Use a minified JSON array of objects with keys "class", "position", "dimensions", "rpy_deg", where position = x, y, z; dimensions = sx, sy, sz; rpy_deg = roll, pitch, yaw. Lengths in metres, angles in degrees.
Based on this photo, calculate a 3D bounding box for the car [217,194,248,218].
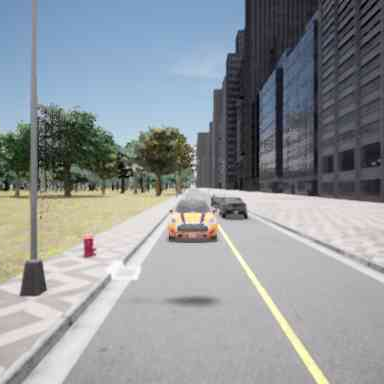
[{"class":"car","position":[3.109,1.144,25.659],"dimensions":[1.837,1.490,4.892],"rpy_deg":[0,1,1]}]

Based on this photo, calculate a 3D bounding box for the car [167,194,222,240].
[{"class":"car","position":[0.033,1.135,15.539],"dimensions":[2.097,1.767,4.553],"rpy_deg":[0,1,0]}]

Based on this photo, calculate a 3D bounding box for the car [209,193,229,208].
[{"class":"car","position":[3.128,0.929,39.460],"dimensions":[2.128,1.511,4.902],"rpy_deg":[0,1,1]}]
